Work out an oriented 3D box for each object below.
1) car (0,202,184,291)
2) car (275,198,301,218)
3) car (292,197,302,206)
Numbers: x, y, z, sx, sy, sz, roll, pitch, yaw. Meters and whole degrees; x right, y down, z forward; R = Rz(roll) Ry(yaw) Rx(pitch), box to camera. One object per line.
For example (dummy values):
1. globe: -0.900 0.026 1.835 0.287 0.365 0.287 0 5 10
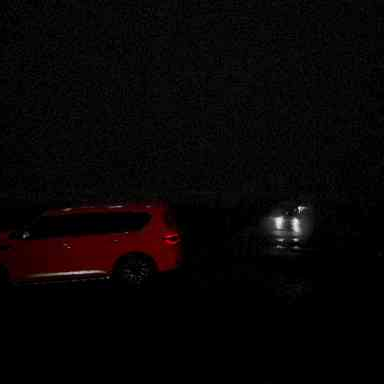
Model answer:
1. car: -3.002 1.352 8.642 5.566 2.045 2.150 -2 3 -8
2. car: 8.906 1.543 30.835 1.812 1.442 4.674 0 0 19
3. car: 17.377 1.477 55.551 1.895 1.301 4.718 0 0 19
